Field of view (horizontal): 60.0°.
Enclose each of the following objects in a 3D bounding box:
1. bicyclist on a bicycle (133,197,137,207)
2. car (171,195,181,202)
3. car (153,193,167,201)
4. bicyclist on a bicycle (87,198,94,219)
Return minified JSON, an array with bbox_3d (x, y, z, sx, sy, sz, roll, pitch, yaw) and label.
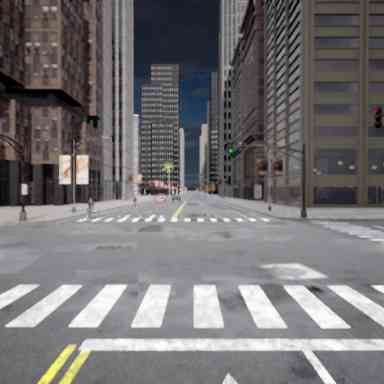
[{"bbox_3d":[-8.731,1.496,51.175,0.582,1.620,1.656,0,0,0],"label":"bicyclist on a bicycle"},{"bbox_3d":[-3.225,1.235,69.272,2.033,1.411,5.357,0,0,0],"label":"car"},{"bbox_3d":[-6.476,1.036,69.303,2.097,1.767,4.553,0,0,0],"label":"car"},{"bbox_3d":[-8.740,1.391,28.537,0.659,1.776,1.843,0,0,0],"label":"bicyclist on a bicycle"}]
